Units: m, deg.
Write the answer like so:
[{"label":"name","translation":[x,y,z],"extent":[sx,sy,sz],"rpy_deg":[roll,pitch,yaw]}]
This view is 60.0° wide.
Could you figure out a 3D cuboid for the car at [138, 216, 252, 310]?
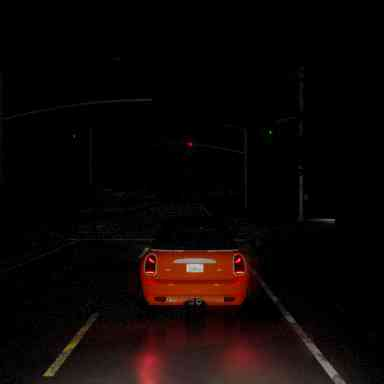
[{"label":"car","translation":[0.058,1.352,7.954],"extent":[2.097,1.767,4.553],"rpy_deg":[0,0,0]}]
